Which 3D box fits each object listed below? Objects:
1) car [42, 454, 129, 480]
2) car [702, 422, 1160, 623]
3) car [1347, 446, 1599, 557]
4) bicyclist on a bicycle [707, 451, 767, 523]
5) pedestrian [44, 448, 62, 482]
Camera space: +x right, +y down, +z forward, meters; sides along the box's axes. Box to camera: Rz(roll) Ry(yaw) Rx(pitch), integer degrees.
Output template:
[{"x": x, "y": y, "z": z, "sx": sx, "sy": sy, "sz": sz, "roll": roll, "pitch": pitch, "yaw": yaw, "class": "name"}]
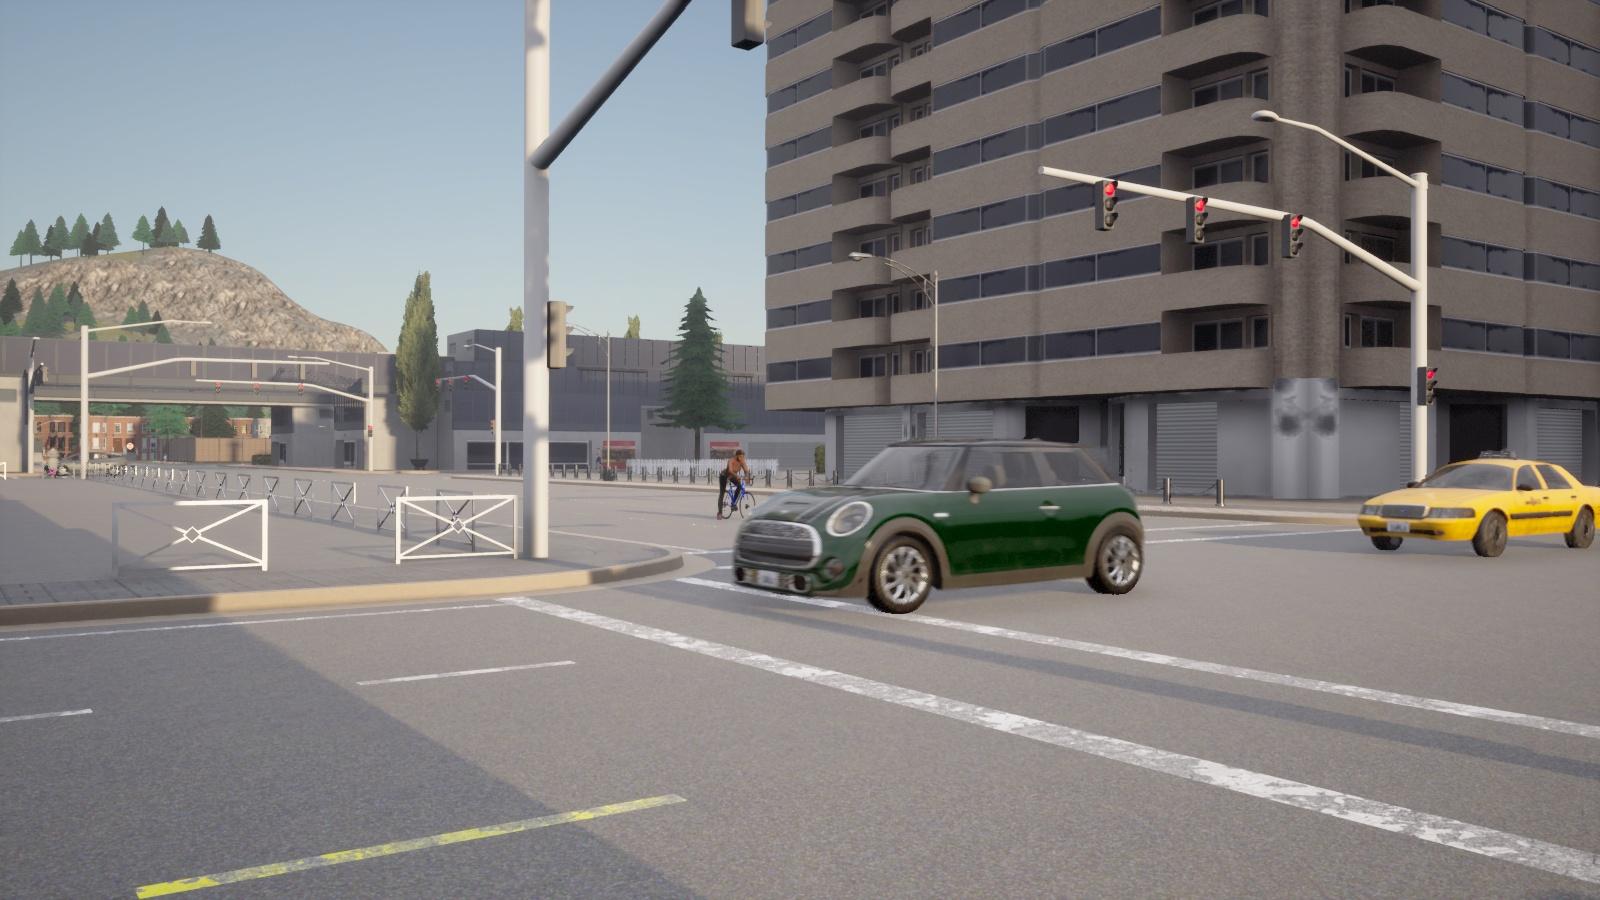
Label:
[{"x": -44.152, "y": 1.031, "z": 77.618, "sx": 4.514, "sy": 1.525, "sz": 2.007, "roll": 0, "pitch": 0, "yaw": -35, "class": "car"}, {"x": 1.467, "y": 0.650, "z": 13.246, "sx": 4.553, "sy": 1.767, "sz": 2.097, "roll": 0, "pitch": 0, "yaw": -35, "class": "car"}, {"x": 11.110, "y": 0.738, "z": 20.136, "sx": 5.366, "sy": 1.575, "sz": 1.801, "roll": 0, "pitch": 0, "yaw": -36, "class": "car"}, {"x": -1.467, "y": 0.827, "z": 28.998, "sx": 0.582, "sy": 1.620, "sz": 1.656, "roll": 0, "pitch": 0, "yaw": -35, "class": "bicyclist on a bicycle"}, {"x": -42.147, "y": 0.842, "z": 70.834, "sx": 0.873, "sy": 1.952, "sz": 0.659, "roll": 0, "pitch": 0, "yaw": 44, "class": "pedestrian"}]
